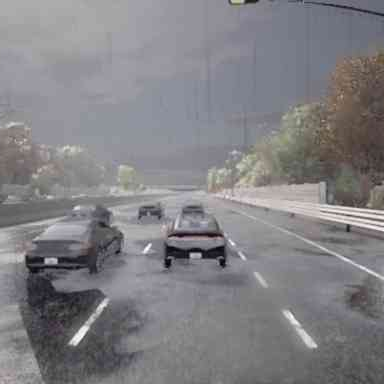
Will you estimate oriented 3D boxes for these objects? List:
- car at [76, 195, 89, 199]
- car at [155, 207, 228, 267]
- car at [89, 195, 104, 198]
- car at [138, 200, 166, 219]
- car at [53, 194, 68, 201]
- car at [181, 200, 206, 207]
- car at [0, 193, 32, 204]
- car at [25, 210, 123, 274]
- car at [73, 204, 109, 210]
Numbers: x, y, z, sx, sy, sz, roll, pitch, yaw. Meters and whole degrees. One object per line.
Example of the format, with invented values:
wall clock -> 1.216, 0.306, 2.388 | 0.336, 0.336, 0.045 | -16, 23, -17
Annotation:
car -> -24.511, 1.375, 75.221 | 2.033, 1.411, 5.357 | 0, 0, 0
car -> 0.097, 1.466, 11.240 | 2.128, 1.511, 4.902 | 0, 0, 0
car -> -21.011, 1.313, 75.222 | 1.882, 1.535, 5.008 | 0, 0, 0
car -> -3.404, 1.449, 28.498 | 1.837, 1.490, 4.892 | 0, 0, 0
car -> -28.010, 1.293, 71.116 | 1.837, 1.490, 4.892 | 0, 0, 0
car -> 0.097, 1.449, 28.498 | 1.837, 1.490, 4.892 | 0, 0, 0
car -> -17.598, 1.290, 33.116 | 2.097, 1.767, 4.553 | 0, 0, 0
car -> -3.414, 1.502, 10.346 | 1.812, 1.442, 4.674 | 0, 0, 0
car -> -6.903, 1.501, 22.739 | 2.033, 1.411, 5.357 | 0, 0, 0
